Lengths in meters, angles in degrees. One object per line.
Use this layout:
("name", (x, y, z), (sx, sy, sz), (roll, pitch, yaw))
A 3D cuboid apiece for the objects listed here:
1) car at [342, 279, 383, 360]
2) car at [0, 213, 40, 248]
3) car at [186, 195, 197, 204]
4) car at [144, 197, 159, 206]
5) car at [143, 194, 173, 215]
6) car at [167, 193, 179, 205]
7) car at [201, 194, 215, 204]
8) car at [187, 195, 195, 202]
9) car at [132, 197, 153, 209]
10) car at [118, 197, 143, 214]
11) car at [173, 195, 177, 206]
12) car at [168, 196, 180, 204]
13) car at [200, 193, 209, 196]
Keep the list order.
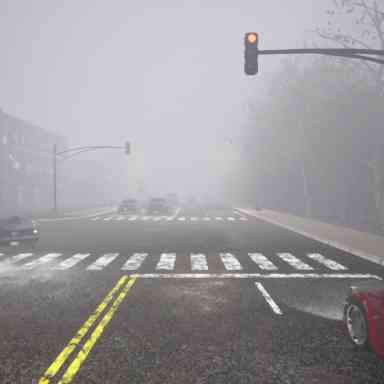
("car", (3.346, 1.563, 3.541), (1.994, 1.385, 4.181), (0, 0, 0))
("car", (-7.897, 1.602, 14.013), (1.895, 1.301, 4.718), (0, 0, -38))
("car", (-0.028, 1.328, 64.780), (2.097, 1.767, 4.553), (0, 0, 0))
("car", (-6.683, 1.506, 55.239), (1.812, 1.442, 4.674), (0, 0, 0))
("car", (-3.412, 1.342, 34.141), (2.097, 1.767, 4.553), (0, 0, 0))
("car", (-3.438, 1.202, 54.294), (2.150, 2.045, 5.566), (0, 0, 1))
("car", (3.222, 1.577, 63.405), (1.895, 1.301, 4.718), (0, 0, 0))
("car", (-0.150, 1.493, 76.324), (1.812, 1.442, 4.674), (0, 0, 0))
("car", (-6.675, 1.476, 45.106), (2.128, 1.511, 4.902), (0, 0, 0))
("car", (-6.663, 1.494, 35.682), (1.837, 1.490, 4.892), (0, 0, 0))
("car", (-3.423, 1.533, 43.615), (2.033, 1.411, 5.357), (0, 0, 1))
("car", (-3.421, 1.523, 64.966), (2.033, 1.411, 5.357), (0, 0, 0))
("car", (3.103, 1.194, 76.306), (2.150, 2.045, 5.566), (0, 0, 0))
